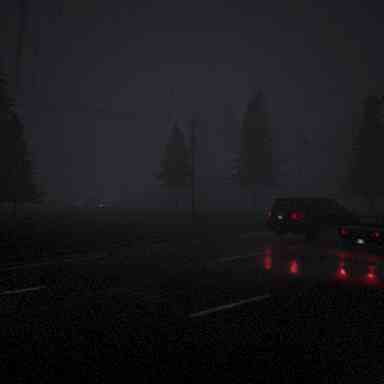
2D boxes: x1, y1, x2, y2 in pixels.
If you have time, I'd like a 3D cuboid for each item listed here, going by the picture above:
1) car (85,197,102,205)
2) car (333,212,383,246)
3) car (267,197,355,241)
[{"bbox_3d":[-17.686,1.598,59.578,2.033,1.411,5.357,0,0,-33],"label":"car"},{"bbox_3d":[8.293,1.613,14.084,4.718,1.301,1.895,0,0,-35],"label":"car"},{"bbox_3d":[6.261,1.255,16.933,5.566,2.045,2.150,0,0,-35],"label":"car"}]
